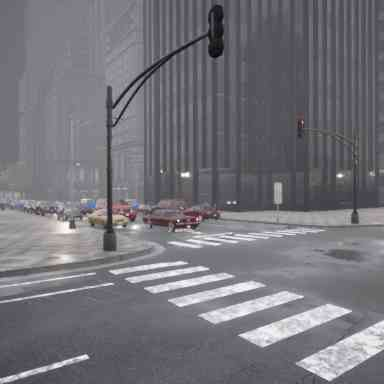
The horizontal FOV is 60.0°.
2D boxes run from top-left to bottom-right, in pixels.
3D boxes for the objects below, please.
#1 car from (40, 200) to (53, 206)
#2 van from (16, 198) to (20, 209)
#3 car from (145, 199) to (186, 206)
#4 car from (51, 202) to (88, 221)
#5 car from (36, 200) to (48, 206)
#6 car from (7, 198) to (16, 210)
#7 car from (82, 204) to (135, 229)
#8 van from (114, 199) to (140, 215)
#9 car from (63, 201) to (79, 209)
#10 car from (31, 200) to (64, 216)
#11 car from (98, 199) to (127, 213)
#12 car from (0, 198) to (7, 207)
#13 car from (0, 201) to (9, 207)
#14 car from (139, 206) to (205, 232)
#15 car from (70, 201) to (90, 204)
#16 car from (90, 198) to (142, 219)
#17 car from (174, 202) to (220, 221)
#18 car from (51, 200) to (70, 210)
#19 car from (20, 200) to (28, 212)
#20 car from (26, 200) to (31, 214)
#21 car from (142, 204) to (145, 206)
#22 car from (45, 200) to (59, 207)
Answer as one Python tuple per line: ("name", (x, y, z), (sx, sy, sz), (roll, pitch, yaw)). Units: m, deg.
("car", (-34.672, 2.660, 79.213), (1.947, 1.339, 4.313), (-1, 0, -35))
("van", (-26.127, 2.122, 52.438), (1.690, 1.788, 3.998), (-1, 0, -35))
("car", (-2.312, 1.668, 33.627), (2.192, 1.841, 5.009), (-1, 0, -35))
("car", (-11.983, 2.004, 32.517), (2.008, 1.369, 4.403), (-1, 0, -35))
("car", (-37.683, 2.709, 83.455), (2.008, 1.369, 4.403), (-1, 0, -35))
("car", (-31.884, 2.353, 60.552), (1.967, 1.590, 4.097), (-1, 0, -35))
("car", (-6.229, 1.843, 24.410), (1.752, 1.417, 4.829), (-1, 0, -35))
("van", (-8.191, 1.832, 41.931), (1.690, 1.788, 3.998), (-1, 0, -35))
("car", (-22.627, 2.406, 62.244), (1.802, 1.307, 4.206), (-1, 0, -35))
("car", (-17.644, 1.900, 40.485), (2.192, 1.841, 5.009), (-1, 0, -35))
("car", (-11.131, 1.874, 46.082), (2.192, 1.841, 5.009), (-1, 0, -35))
("car", (-41.219, 2.666, 73.708), (1.887, 1.381, 4.507), (-1, 0, -35))
("car", (-44.331, 2.770, 78.093), (1.802, 1.307, 4.206), (-1, 0, -35))
("car", (-1.472, 1.846, 22.326), (1.895, 1.301, 4.718), (0, -1, -35))
("car", (-12.947, 2.063, 38.503), (2.033, 1.411, 5.357), (0, -1, -35))
("car", (-7.024, 1.598, 30.150), (2.150, 2.045, 5.566), (0, -1, -35))
("car", (0.633, 1.828, 29.475), (1.887, 1.381, 4.507), (-1, 0, -35))
("car", (-22.989, 2.270, 57.995), (1.882, 1.535, 5.008), (0, -1, -35))
("car", (-23.297, 2.156, 48.453), (1.967, 1.590, 4.097), (-1, 0, -35))
("car", (-20.467, 2.196, 44.469), (1.887, 1.381, 4.507), (-1, 0, -35))
("car", (-5.246, 2.004, 37.779), (1.802, 1.307, 4.206), (-1, 0, -35))
("car", (-31.660, 2.594, 74.970), (1.947, 1.339, 4.313), (-1, 0, -35))
